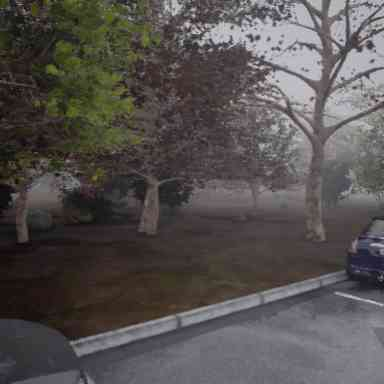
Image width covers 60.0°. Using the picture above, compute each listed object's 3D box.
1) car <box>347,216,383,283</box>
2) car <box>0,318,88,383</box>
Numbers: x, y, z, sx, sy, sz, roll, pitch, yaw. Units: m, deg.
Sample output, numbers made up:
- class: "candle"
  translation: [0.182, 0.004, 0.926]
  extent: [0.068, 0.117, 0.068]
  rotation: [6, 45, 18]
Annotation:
- class: "car"
  translation: [5.961, 1.302, 8.309]
  extent: [4.553, 1.767, 2.185]
  rotation: [-1, 0, -33]
- class: "car"
  translation: [-3.094, 1.480, 1.827]
  extent: [4.892, 1.521, 2.231]
  rotation: [0, 1, -33]
